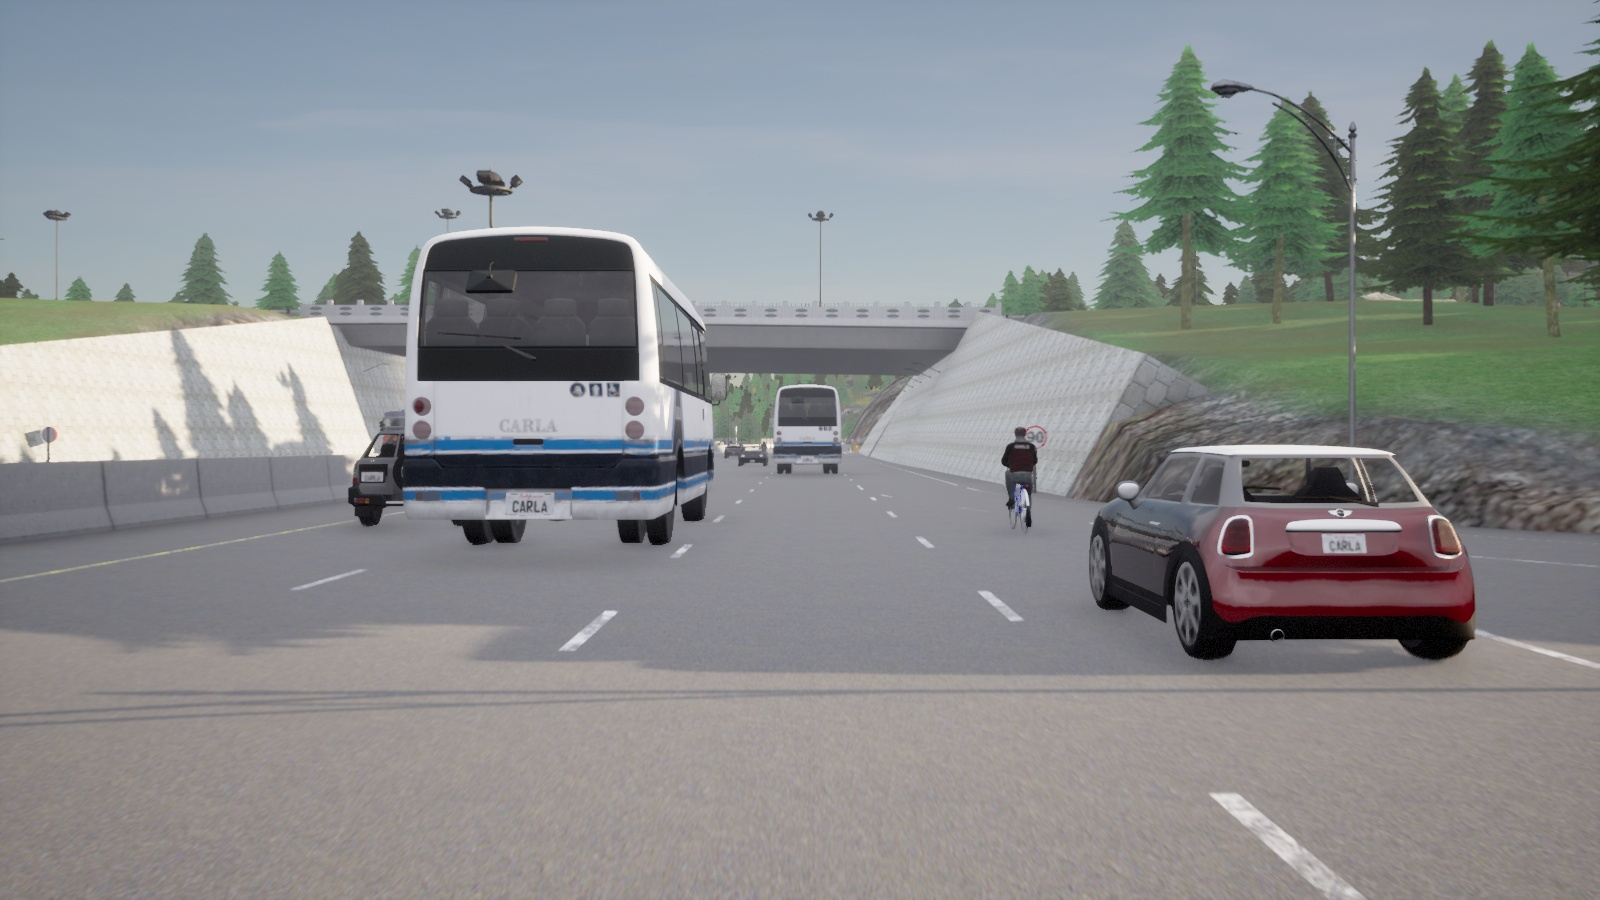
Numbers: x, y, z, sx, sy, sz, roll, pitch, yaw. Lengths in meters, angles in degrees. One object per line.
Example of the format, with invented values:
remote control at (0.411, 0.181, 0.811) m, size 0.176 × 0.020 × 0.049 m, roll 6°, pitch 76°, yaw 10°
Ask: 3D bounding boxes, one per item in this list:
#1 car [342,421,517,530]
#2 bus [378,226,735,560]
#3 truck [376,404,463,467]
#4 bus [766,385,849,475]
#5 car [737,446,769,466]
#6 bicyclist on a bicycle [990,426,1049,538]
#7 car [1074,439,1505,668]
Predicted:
car at (-6.849, 0.424, 23.782) m, size 1.932 × 1.855 × 4.605 m, roll 0°, pitch 0°, yaw 0°
bus at (-3.363, -0.752, 21.114) m, size 3.944 × 4.253 × 10.273 m, roll 0°, pitch 0°, yaw 0°
truck at (-24.030, -0.888, 79.818) m, size 2.891 × 3.827 × 8.468 m, roll 0°, pitch 0°, yaw 0°
bus at (0.385, -0.995, 64.753) m, size 3.944 × 4.253 × 10.273 m, roll 0°, pitch 0°, yaw 0°
car at (-3.017, 0.381, 82.174) m, size 1.895 × 1.301 × 4.718 m, roll 0°, pitch 0°, yaw 0°
bicyclist on a bicycle at (3.635, 0.502, 20.921) m, size 0.659 × 1.776 × 1.843 m, roll 0°, pitch 1°, yaw 0°
car at (3.572, 0.658, 10.009) m, size 1.970 × 1.475 × 3.806 m, roll 0°, pitch 0°, yaw 0°
